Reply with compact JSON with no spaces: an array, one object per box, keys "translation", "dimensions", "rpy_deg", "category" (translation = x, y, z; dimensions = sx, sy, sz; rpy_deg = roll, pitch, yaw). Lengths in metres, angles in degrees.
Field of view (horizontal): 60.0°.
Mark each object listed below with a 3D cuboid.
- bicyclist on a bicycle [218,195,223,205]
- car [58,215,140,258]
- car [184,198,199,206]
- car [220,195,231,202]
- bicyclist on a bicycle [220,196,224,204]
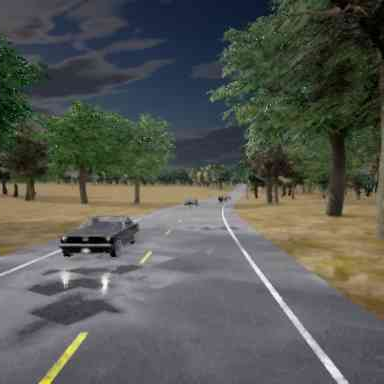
[{"translation":[4.602,1.437,55.599],"dimensions":[0.659,1.776,1.843],"rpy_deg":[0,0,7],"category":"bicyclist on a bicycle"},{"translation":[-3.355,1.591,12.889],"dimensions":[1.895,1.301,4.718],"rpy_deg":[0,0,2],"category":"car"},{"translation":[-0.055,1.610,54.701],"dimensions":[1.994,1.385,4.181],"rpy_deg":[0,0,7],"category":"car"},{"translation":[7.612,1.591,81.373],"dimensions":[2.128,1.511,4.902],"rpy_deg":[0,0,10],"category":"car"},{"translation":[5.801,1.526,64.278],"dimensions":[0.582,1.620,1.656],"rpy_deg":[0,0,9],"category":"bicyclist on a bicycle"}]
